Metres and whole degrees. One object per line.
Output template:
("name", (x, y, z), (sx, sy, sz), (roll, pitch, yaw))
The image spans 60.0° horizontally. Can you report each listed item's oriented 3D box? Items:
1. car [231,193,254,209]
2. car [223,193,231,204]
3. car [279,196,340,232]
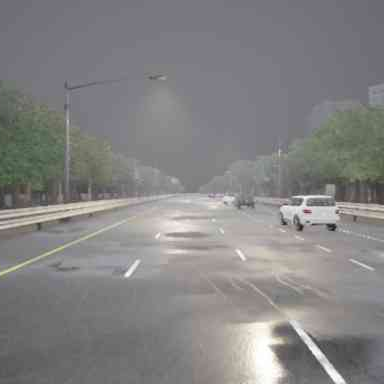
("car", (7.008, 1.232, 45.037), (2.150, 2.045, 5.566), (0, 0, 0))
("car", (7.013, 1.245, 62.053), (2.150, 2.045, 5.566), (0, 0, 0))
("car", (7.004, 1.225, 20.383), (2.150, 2.045, 5.566), (0, 0, 0))
